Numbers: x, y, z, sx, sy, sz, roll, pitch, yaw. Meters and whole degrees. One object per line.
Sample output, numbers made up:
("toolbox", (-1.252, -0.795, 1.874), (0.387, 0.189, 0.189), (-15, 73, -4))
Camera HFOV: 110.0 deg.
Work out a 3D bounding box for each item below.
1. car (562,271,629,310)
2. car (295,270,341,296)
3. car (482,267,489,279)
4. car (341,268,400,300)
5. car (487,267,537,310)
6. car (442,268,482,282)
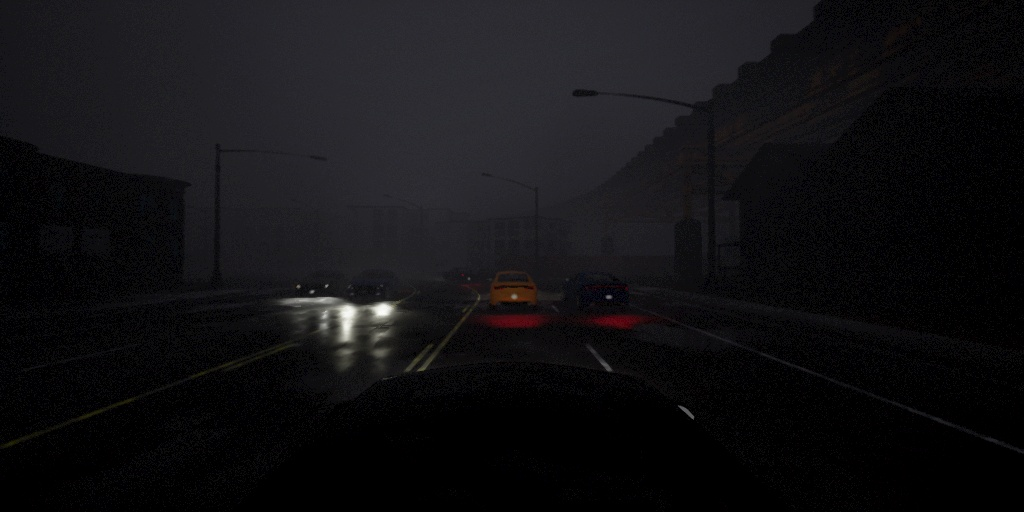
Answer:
("car", (3.480, 1.399, 15.739), (1.882, 1.535, 5.008), (0, -1, -2))
("car", (-11.187, 1.541, 21.587), (2.033, 1.411, 5.357), (0, -1, -13))
("car", (-2.218, 1.730, 35.689), (1.994, 1.385, 4.181), (1, -1, -31))
("car", (-7.346, 1.445, 19.452), (1.882, 1.535, 5.008), (1, -1, -8))
("car", (-0.018, 1.401, 15.910), (1.882, 1.535, 5.008), (0, -1, -2))
("car", (-4.970, 1.744, 33.773), (1.895, 1.301, 4.718), (0, -1, -31))
